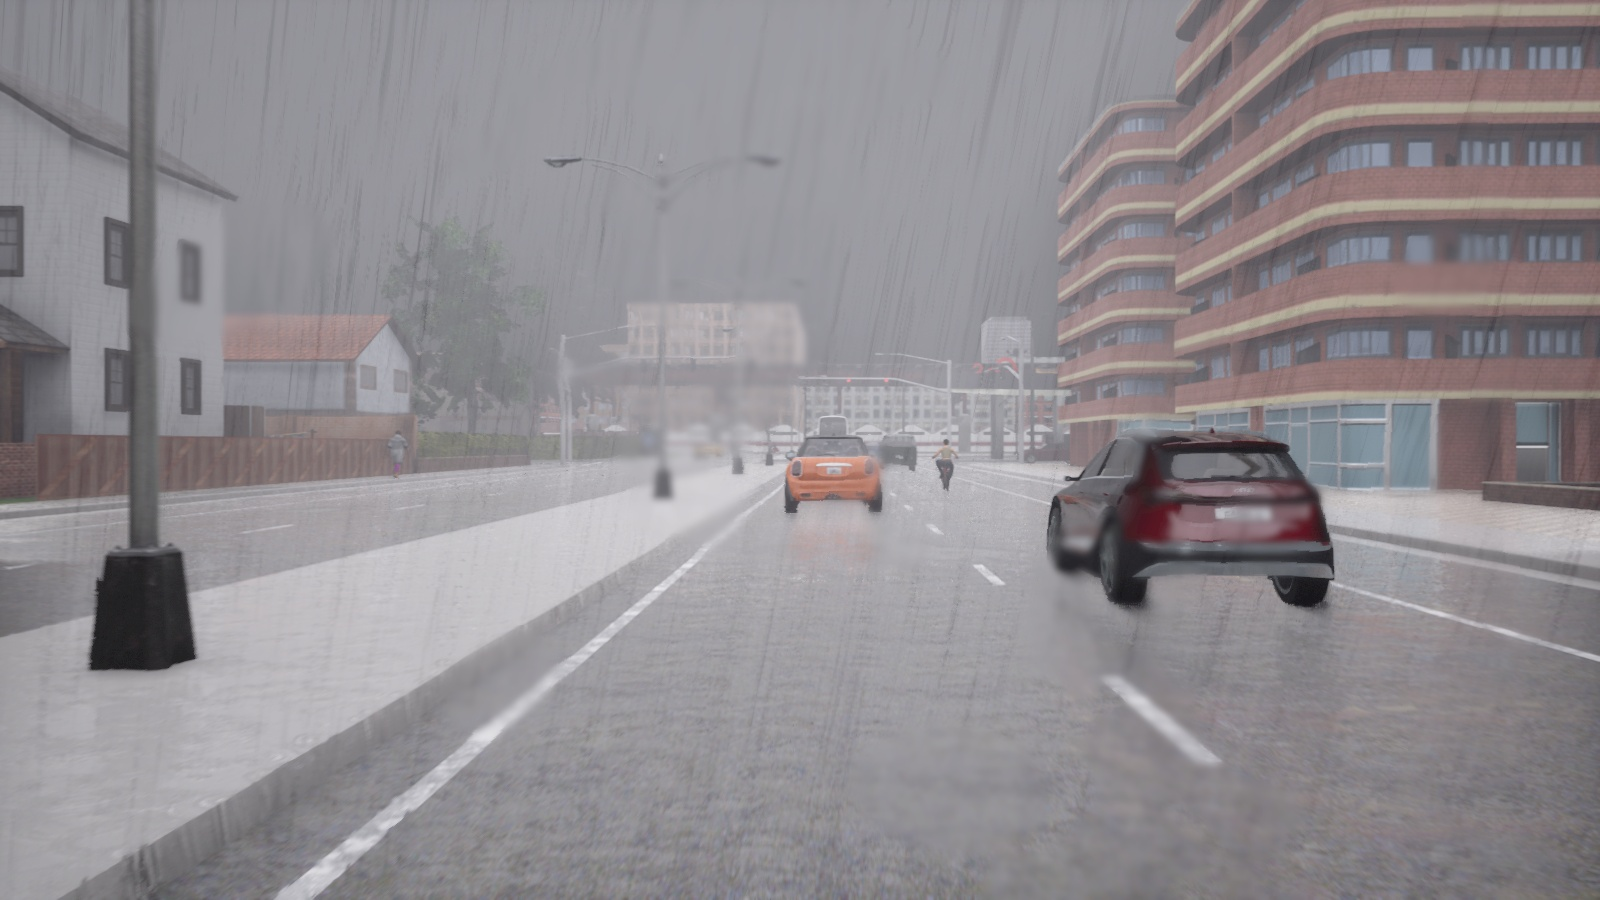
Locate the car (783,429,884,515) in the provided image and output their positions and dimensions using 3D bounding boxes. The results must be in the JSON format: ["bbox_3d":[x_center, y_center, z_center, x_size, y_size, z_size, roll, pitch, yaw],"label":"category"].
[{"bbox_3d":[0.726,0.446,28.295,2.097,1.767,4.553,0,0,1],"label":"car"}]

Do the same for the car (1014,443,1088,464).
[{"bbox_3d":[18.139,0.231,90.819,5.008,1.535,1.882,0,0,0],"label":"car"}]

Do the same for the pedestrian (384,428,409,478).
[{"bbox_3d":[-15.625,0.111,48.616,0.659,1.952,0.873,0,0,1],"label":"pedestrian"}]

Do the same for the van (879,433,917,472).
[{"bbox_3d":[5.224,0.125,67.364,1.775,1.987,4.442,0,0,1],"label":"van"}]

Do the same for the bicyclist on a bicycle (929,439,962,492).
[{"bbox_3d":[4.504,0.468,39.029,0.866,1.612,1.509,0,0,1],"label":"bicyclist on a bicycle"}]

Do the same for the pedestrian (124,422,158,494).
[{"bbox_3d":[-16.717,0.204,31.869,0.328,1.805,0.869,0,0,7],"label":"pedestrian"}]

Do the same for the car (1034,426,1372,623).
[{"bbox_3d":[3.831,0.607,12.959,2.033,1.649,4.856,0,0,1],"label":"car"}]
